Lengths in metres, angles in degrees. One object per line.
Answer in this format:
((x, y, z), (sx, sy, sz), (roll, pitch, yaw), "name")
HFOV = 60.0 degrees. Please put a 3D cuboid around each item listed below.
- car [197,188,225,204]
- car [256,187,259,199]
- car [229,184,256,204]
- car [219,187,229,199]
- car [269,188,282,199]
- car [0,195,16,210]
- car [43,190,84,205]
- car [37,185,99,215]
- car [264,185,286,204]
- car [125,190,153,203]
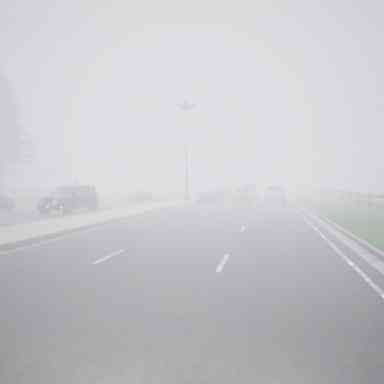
((1.959, 0.555, 36.927), (2.033, 1.411, 5.357), (0, 2, 14), "car")
((8.280, -0.056, 47.500), (2.150, 2.045, 5.566), (0, 1, 15), "car")
((5.735, 0.346, 37.426), (2.097, 1.767, 4.553), (0, 2, 14), "car")
((4.596, 0.074, 47.583), (2.097, 1.767, 4.553), (0, 2, 15), "car")
((12.290, 0.208, 49.070), (1.812, 1.442, 4.674), (0, 2, 14), "car")
((-16.102, 0.858, 26.280), (1.994, 1.385, 4.181), (0, 2, 14), "car")
((-13.814, 0.558, 36.037), (1.812, 1.442, 4.674), (0, 2, 14), "car")
((-9.180, 0.541, 25.186), (2.150, 2.045, 5.566), (0, 2, 13), "car")
((9.291, 0.221, 37.241), (2.150, 2.045, 5.566), (0, 2, 14), "car")
((-6.010, 0.492, 38.485), (1.812, 1.442, 4.674), (0, 1, 14), "car")
